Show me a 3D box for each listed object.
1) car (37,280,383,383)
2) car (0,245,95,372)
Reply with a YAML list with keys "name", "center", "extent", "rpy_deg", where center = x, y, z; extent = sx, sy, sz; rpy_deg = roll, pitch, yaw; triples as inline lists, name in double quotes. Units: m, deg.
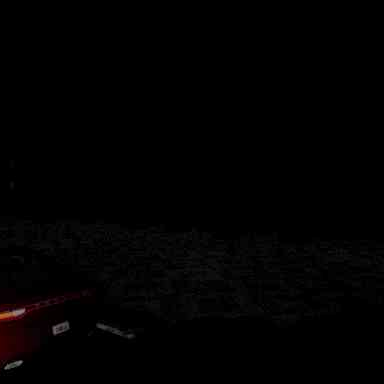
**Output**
- name: "car"
  center: [1.163, 1.545, 2.136]
  extent: [4.507, 1.381, 1.887]
  rpy_deg: [0, 0, 35]
- name: "car"
  center: [-3.432, 1.545, 5.399]
  extent: [4.507, 1.381, 1.887]
  rpy_deg: [0, 0, 35]
